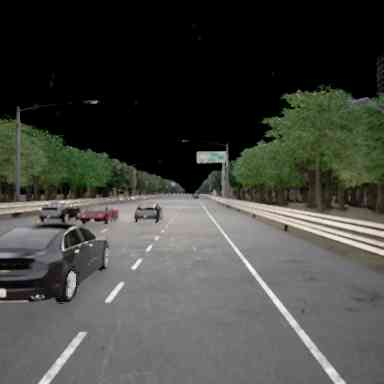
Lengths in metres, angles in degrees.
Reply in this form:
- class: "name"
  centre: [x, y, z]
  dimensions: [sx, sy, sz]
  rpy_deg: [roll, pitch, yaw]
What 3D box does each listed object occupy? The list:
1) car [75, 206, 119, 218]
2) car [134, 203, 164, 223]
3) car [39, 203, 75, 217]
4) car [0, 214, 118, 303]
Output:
- class: "car"
  centre: [-6.862, 1.685, 25.157]
  dimensions: [1.895, 1.301, 4.718]
  rpy_deg: [0, 0, 0]
- class: "car"
  centre: [-3.359, 1.580, 26.487]
  dimensions: [2.128, 1.511, 4.902]
  rpy_deg: [0, 0, 0]
- class: "car"
  centre: [-10.359, 1.580, 26.466]
  dimensions: [2.128, 1.511, 4.902]
  rpy_deg: [0, 0, 0]
- class: "car"
  centre: [-3.395, 1.533, 8.252]
  dimensions: [1.837, 1.490, 4.892]
  rpy_deg: [0, 0, 0]
